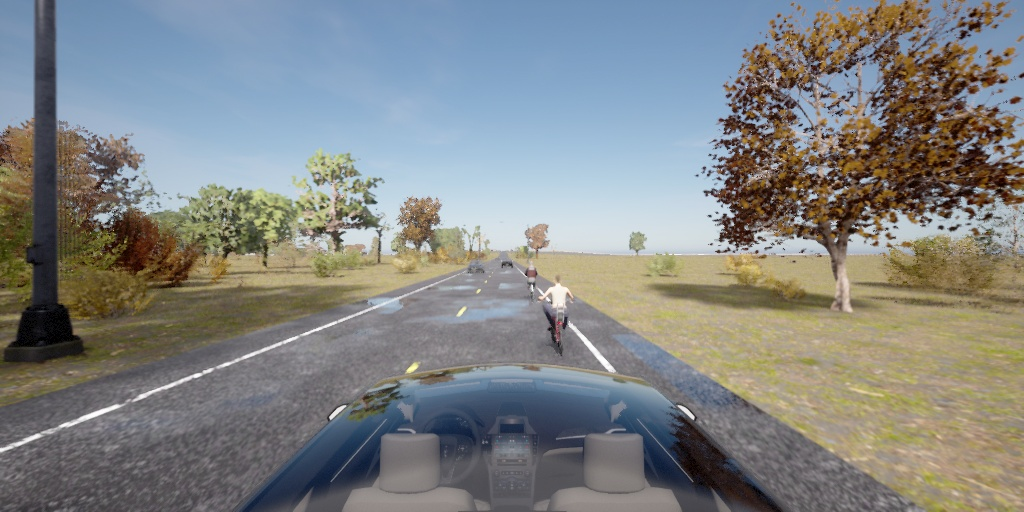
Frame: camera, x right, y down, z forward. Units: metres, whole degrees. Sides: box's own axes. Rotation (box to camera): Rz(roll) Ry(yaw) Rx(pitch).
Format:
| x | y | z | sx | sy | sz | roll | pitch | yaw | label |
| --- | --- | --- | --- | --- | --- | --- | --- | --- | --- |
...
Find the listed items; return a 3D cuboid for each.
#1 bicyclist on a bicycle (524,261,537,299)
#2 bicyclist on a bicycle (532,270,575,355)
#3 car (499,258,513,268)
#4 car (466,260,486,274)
| x | y | z | sx | sy | sz | roll | pitch | yaw | label |
| --- | --- | --- | --- | --- | --- | --- | --- | --- | --- |
| 0.865 | 1.117 | 16.187 | 0.659 | 1.776 | 1.843 | 0 | 0 | -1 | bicyclist on a bicycle |
| 0.967 | 1.185 | 7.691 | 0.866 | 1.612 | 1.509 | 0 | 0 | -1 | bicyclist on a bicycle |
| -0.806 | 1.205 | 61.046 | 1.882 | 1.535 | 5.008 | 0 | 0 | -1 | car |
| -4.131 | 1.243 | 41.594 | 1.837 | 1.490 | 4.892 | 0 | 0 | -1 | car |
